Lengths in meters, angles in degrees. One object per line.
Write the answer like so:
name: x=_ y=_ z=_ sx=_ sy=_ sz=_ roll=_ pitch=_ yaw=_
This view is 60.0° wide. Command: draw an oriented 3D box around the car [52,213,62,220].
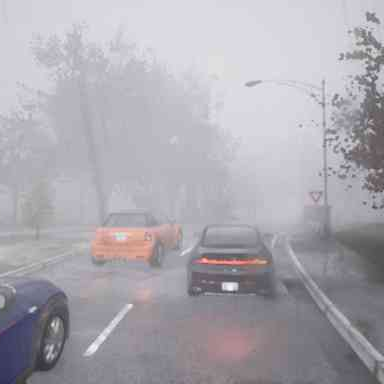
car: x=-25.325 y=4.113 z=57.504 sx=2.033 sy=1.411 sz=5.357 roll=-3 pitch=-5 yaw=40

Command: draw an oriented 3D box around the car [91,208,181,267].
car: x=-1.709 y=1.378 z=11.749 sx=2.097 sy=1.767 sz=4.553 roll=-1 pitch=0 yaw=9

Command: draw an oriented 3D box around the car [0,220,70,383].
car: x=-2.849 y=1.359 z=2.884 sx=2.097 sy=1.767 sz=4.553 roll=0 pitch=0 yaw=3

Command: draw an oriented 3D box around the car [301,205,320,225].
car: x=13.135 y=2.495 z=36.041 sx=2.150 sy=2.045 sz=5.566 roll=-1 pitch=-4 yaw=18

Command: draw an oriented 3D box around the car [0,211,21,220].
car: x=-26.307 y=3.551 z=49.260 sx=2.128 sy=1.511 sz=4.902 roll=-2 pitch=-4 yaw=24

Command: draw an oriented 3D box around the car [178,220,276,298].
car: x=1.023 y=1.496 z=8.564 sx=1.837 sy=1.490 sz=4.892 roll=-1 pitch=0 yaw=8
